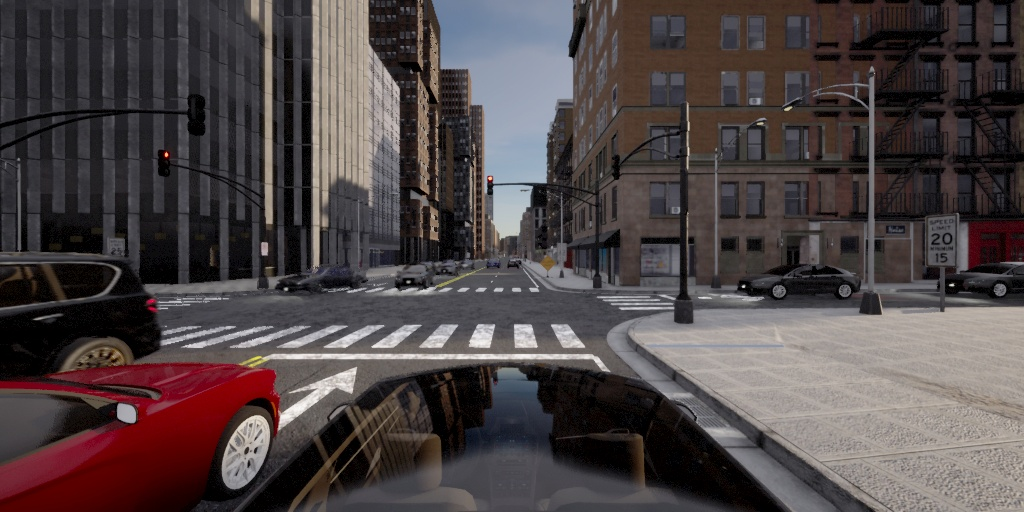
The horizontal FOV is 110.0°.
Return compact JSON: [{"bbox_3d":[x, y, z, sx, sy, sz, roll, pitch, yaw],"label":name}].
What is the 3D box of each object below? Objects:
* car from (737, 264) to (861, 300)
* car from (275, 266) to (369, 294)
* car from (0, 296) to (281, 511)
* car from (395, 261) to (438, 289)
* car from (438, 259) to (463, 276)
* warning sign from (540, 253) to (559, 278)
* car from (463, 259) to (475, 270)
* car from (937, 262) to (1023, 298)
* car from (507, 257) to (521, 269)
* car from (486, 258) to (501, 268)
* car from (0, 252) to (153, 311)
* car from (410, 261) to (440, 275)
[{"bbox_3d":[12.904,1.116,16.278,4.892,1.490,1.837,0,0,-1],"label":"car"},{"bbox_3d":[-10.799,1.307,20.962,2.033,1.411,5.357,0,0,18],"label":"car"},{"bbox_3d":[-3.153,1.228,1.421,1.882,1.535,5.008,0,0,0],"label":"car"},{"bbox_3d":[-6.157,1.258,23.038,1.837,1.490,4.892,0,0,-5],"label":"car"},{"bbox_3d":[-6.523,1.320,36.623,1.994,1.385,4.181,0,0,0],"label":"car"},{"bbox_3d":[2.909,0.868,29.142,1.300,1.860,1.060,0,0,0],"label":"warning sign"},{"bbox_3d":[-6.473,1.254,51.714,2.128,1.511,4.902,0,0,0],"label":"car"},{"bbox_3d":[22.301,1.048,16.197,4.892,1.490,1.837,0,0,0],"label":"car"},{"bbox_3d":[0.175,1.271,58.745,1.837,1.490,4.892,0,0,0],"label":"car"},{"bbox_3d":[-3.068,1.119,59.494,2.097,1.767,4.553,0,0,1],"label":"car"},{"bbox_3d":[-6.601,0.970,3.292,2.150,2.045,5.566,0,0,0],"label":"car"},{"bbox_3d":[-9.765,1.305,40.776,2.033,1.411,5.357,0,0,0],"label":"car"}]
